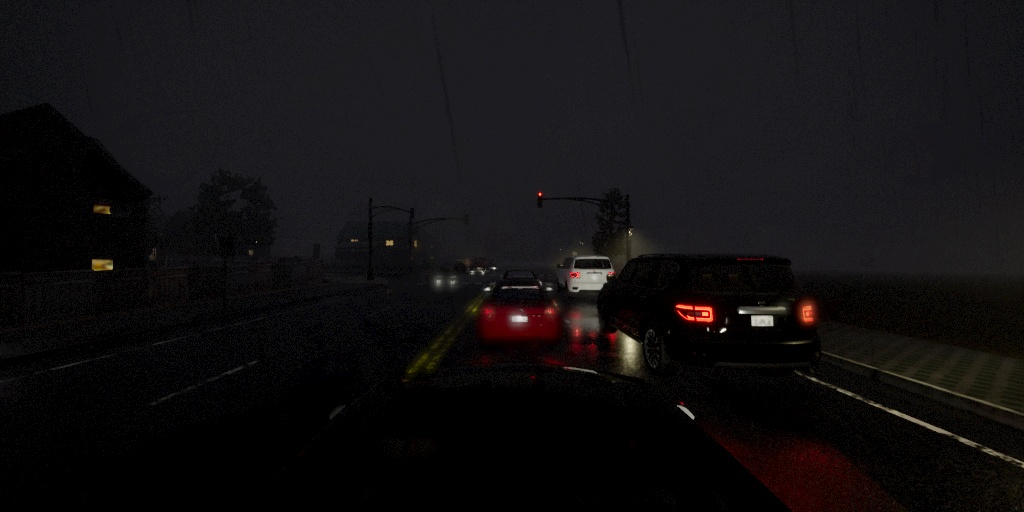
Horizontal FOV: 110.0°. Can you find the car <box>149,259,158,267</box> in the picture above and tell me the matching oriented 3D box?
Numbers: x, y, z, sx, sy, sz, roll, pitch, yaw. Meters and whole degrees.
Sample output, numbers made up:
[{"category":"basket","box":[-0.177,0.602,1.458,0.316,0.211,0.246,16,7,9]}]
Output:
[{"category":"car","box":[-40.701,0.616,38.777,4.892,1.490,1.837,1,-1,16]}]

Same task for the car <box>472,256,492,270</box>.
[{"category":"car","box":[-4.907,1.063,54.518,2.150,2.045,5.566,0,-1,4]}]

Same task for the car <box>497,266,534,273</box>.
[{"category":"car","box":[0.342,1.364,18.469,1.895,1.301,4.718,0,0,-3]}]

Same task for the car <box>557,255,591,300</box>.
[{"category":"car","box":[3.554,0.983,17.896,2.150,2.045,5.566,0,0,1]}]

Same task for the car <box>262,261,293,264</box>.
[{"category":"car","box":[-20.871,0.940,33.229,4.892,1.490,1.837,1,-1,16]}]

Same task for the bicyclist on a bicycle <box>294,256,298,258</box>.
[{"category":"bicyclist on a bicycle","box":[-24.188,0.781,40.246,0.582,1.620,1.656,1,-1,16]}]

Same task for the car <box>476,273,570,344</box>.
[{"category":"car","box":[0.177,1.319,9.659,1.994,1.385,4.181,0,0,0]}]

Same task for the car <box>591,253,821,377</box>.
[{"category":"car","box":[3.402,0.974,7.537,2.150,2.045,5.566,0,0,0]}]

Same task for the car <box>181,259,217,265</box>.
[{"category":"car","box":[-30.964,0.820,36.048,5.357,1.411,2.033,1,-1,16]}]

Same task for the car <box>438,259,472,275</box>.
[{"category":"car","box":[-6.446,1.282,39.547,1.882,1.535,5.008,0,0,13]}]
